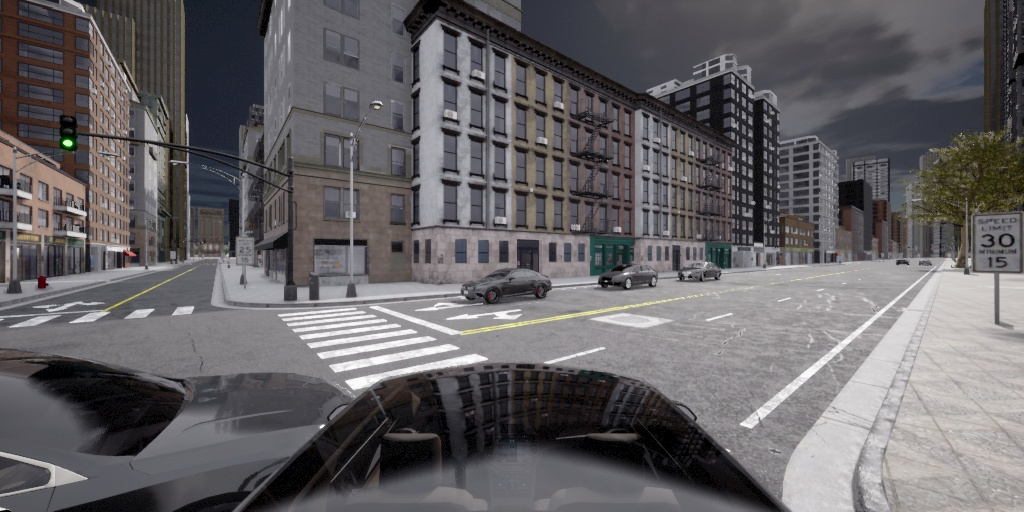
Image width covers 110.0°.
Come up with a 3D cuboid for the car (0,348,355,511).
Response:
[{"bbox_3d":[-3.234,1.257,1.683,4.892,1.490,1.837,0,0,-35],"label":"car"}]

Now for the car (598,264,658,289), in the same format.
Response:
[{"bbox_3d":[7.497,1.257,22.953,4.892,1.490,1.837,0,0,-39],"label":"car"}]

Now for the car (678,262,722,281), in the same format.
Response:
[{"bbox_3d":[15.463,1.234,29.477,4.902,1.511,2.128,0,0,-39],"label":"car"}]

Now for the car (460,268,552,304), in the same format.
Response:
[{"bbox_3d":[-0.152,1.286,16.676,4.674,1.442,1.812,0,0,-39],"label":"car"}]
